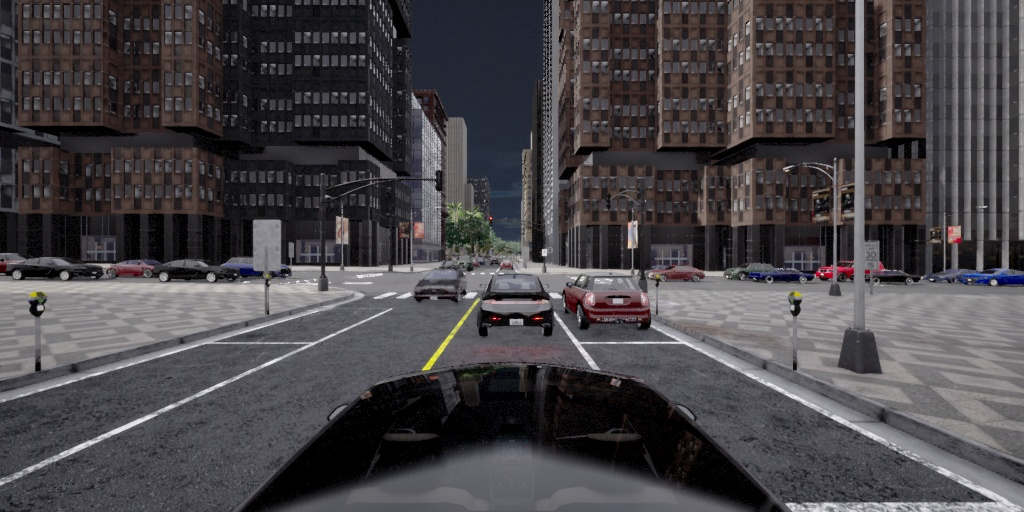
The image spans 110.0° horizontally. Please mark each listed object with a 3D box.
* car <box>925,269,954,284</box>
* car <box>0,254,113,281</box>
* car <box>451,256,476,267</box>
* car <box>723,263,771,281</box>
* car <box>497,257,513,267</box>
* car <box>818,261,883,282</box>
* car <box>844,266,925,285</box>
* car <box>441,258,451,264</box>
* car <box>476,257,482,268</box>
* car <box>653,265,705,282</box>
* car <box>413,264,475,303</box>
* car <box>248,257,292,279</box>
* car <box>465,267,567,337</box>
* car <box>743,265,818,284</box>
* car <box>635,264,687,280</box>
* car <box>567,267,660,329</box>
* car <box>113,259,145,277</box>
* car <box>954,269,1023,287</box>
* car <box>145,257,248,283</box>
[{"bbox_3d":[43.439,1.950,34.802,5.357,1.411,2.033,1,0,0],"label":"car"},{"bbox_3d":[-30.742,0.827,24.240,5.008,1.535,1.882,1,0,0],"label":"car"},{"bbox_3d":[-6.593,0.973,49.408,2.150,2.045,5.566,0,0,0],"label":"car"},{"bbox_3d":[23.042,1.456,34.670,4.553,1.767,2.097,1,0,-1],"label":"car"},{"bbox_3d":[-0.765,1.198,52.589,1.967,1.591,4.097,0,0,-1],"label":"car"},{"bbox_3d":[32.806,1.468,34.749,5.566,2.045,2.150,1,0,-1],"label":"car"},{"bbox_3d":[32.608,1.848,31.500,4.718,1.301,1.895,1,0,-1],"label":"car"},{"bbox_3d":[-9.290,1.324,52.510,1.948,1.339,4.313,0,0,-1],"label":"car"},{"bbox_3d":[-6.684,1.256,61.289,1.882,1.535,5.008,0,1,0],"label":"car"},{"bbox_3d":[14.350,1.507,31.341,4.674,1.442,1.812,1,0,-1],"label":"car"},{"bbox_3d":[-3.157,1.295,16.984,2.033,1.411,5.357,0,0,-1],"label":"car"},{"bbox_3d":[-19.566,0.855,27.588,4.553,1.767,2.097,1,0,0],"label":"car"},{"bbox_3d":[0.075,1.241,10.322,2.128,1.511,4.902,0,0,-1],"label":"car"},{"bbox_3d":[23.454,1.714,31.425,4.718,1.301,1.895,1,0,-1],"label":"car"},{"bbox_3d":[14.338,1.542,34.593,4.181,1.385,1.994,1,0,-1],"label":"car"},{"bbox_3d":[2.733,1.190,11.208,1.967,1.591,4.097,0,0,0],"label":"car"},{"bbox_3d":[-28.209,0.945,27.506,4.181,1.385,1.994,1,0,-1],"label":"car"},{"bbox_3d":[42.782,1.874,31.551,5.008,1.535,1.882,1,0,0],"label":"car"},{"bbox_3d":[-21.275,0.960,24.323,5.008,1.535,1.882,1,0,-1],"label":"car"}]
